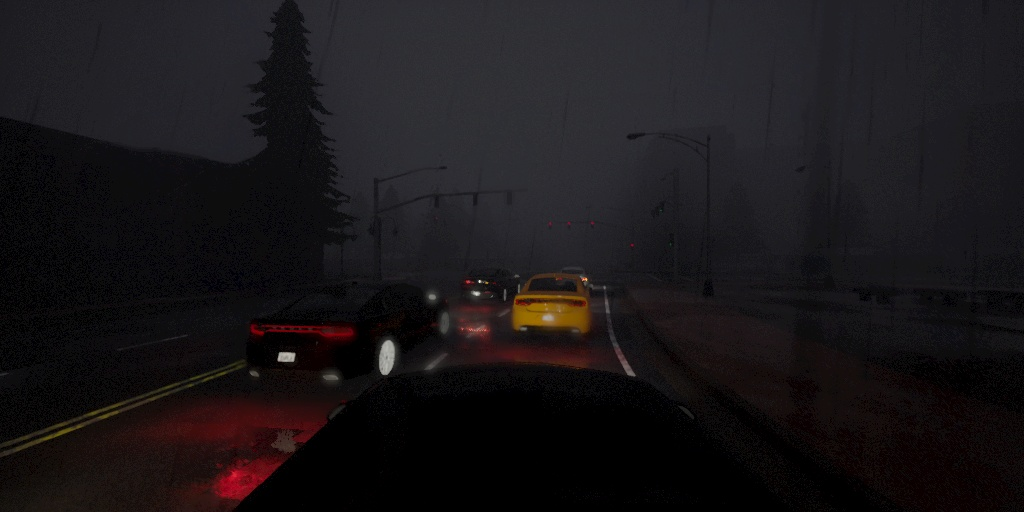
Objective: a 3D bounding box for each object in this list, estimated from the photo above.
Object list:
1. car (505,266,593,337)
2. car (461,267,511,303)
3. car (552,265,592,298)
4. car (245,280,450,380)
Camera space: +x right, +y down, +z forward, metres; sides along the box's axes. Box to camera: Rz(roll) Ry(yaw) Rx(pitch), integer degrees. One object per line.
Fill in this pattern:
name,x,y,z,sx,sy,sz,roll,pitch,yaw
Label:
car,1.301,1.225,10.377,1.882,1.535,5.008,0,0,11
car,-0.860,1.251,16.651,1.837,1.490,4.892,0,0,13
car,3.369,1.269,19.407,1.812,1.442,4.674,0,0,14
car,-2.764,1.226,7.347,1.882,1.535,5.008,0,0,7
